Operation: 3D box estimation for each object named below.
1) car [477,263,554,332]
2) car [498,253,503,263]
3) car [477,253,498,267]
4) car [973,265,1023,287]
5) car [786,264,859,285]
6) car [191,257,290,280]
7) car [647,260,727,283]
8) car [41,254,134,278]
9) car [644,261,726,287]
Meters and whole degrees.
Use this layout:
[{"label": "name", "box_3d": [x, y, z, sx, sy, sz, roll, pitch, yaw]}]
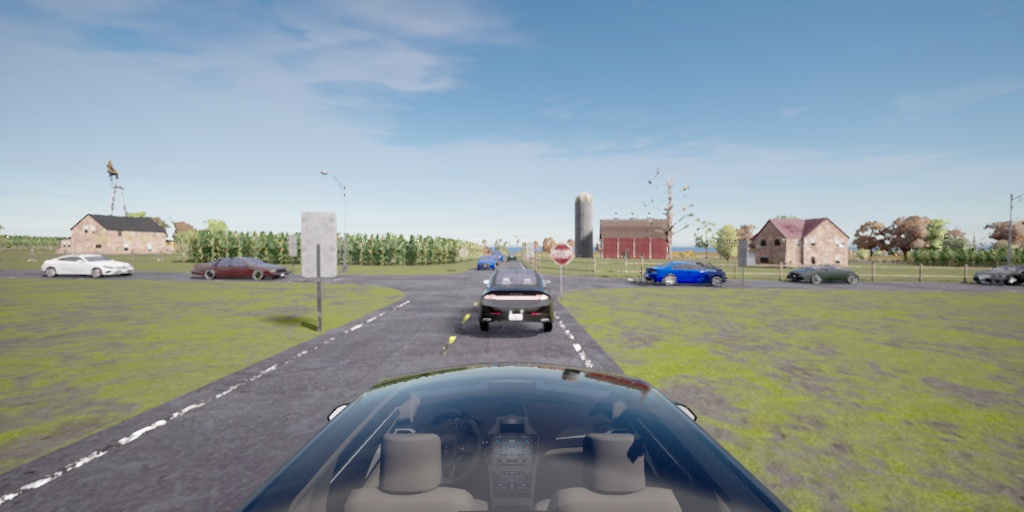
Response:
[{"label": "car", "box_3d": [0.143, 1.120, 10.425, 2.128, 1.511, 4.902, 0, 1, 1]}, {"label": "car", "box_3d": [-2.817, 0.641, 51.494, 2.033, 1.411, 5.357, 0, 1, 0]}, {"label": "car", "box_3d": [-2.810, 0.717, 39.912, 1.882, 1.535, 5.008, 0, 1, -1]}, {"label": "car", "box_3d": [37.033, 1.417, 26.330, 4.902, 1.511, 2.128, 0, 1, 0]}, {"label": "car", "box_3d": [22.722, 1.301, 26.297, 4.181, 1.385, 1.994, 1, 1, 0]}, {"label": "car", "box_3d": [-17.497, 0.785, 23.208, 5.357, 1.411, 2.033, 1, 1, 0]}, {"label": "car", "box_3d": [12.740, 1.103, 26.310, 4.892, 1.490, 1.837, 1, 1, 1]}, {"label": "car", "box_3d": [-27.381, 0.617, 23.172, 4.674, 1.442, 1.812, 1, 1, 0]}, {"label": "car", "box_3d": [11.243, 1.128, 23.351, 5.008, 1.535, 1.882, 1, 1, -2]}]
